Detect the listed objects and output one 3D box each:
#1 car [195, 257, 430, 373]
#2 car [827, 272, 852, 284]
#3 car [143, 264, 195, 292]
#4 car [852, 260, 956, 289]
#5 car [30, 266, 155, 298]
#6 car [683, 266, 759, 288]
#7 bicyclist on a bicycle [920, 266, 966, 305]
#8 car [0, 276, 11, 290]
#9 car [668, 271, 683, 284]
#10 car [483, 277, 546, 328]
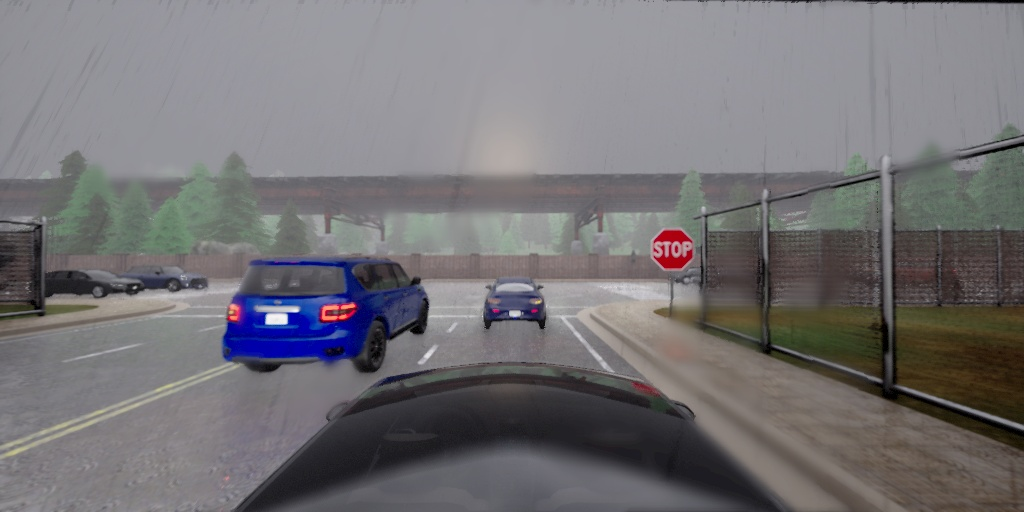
[{"bbox_3d":[-3.424,1.048,7.918,2.150,2.045,5.566,0,-1,0],"label":"car"},{"bbox_3d":[29.091,1.696,29.680,4.718,1.301,1.895,0,-1,1],"label":"car"},{"bbox_3d":[-22.250,1.367,23.038,4.553,1.767,2.097,0,-1,0],"label":"car"},{"bbox_3d":[28.815,1.276,26.188,5.566,2.045,2.150,0,-1,1],"label":"car"},{"bbox_3d":[-22.987,1.476,19.533,4.892,1.490,1.837,0,-1,0],"label":"car"},{"bbox_3d":[15.677,1.546,26.310,4.902,1.511,2.128,0,-1,1],"label":"car"},{"bbox_3d":[18.333,1.219,15.304,0.582,1.620,1.656,0,-1,1],"label":"bicyclist on a bicycle"},{"bbox_3d":[-35.367,1.506,22.937,4.902,1.511,2.128,0,-1,0],"label":"car"},{"bbox_3d":[15.536,1.602,29.810,4.892,1.490,1.837,0,-1,1],"label":"car"},{"bbox_3d":[0.086,1.402,11.878,1.812,1.442,4.674,0,-1,0],"label":"car"}]
